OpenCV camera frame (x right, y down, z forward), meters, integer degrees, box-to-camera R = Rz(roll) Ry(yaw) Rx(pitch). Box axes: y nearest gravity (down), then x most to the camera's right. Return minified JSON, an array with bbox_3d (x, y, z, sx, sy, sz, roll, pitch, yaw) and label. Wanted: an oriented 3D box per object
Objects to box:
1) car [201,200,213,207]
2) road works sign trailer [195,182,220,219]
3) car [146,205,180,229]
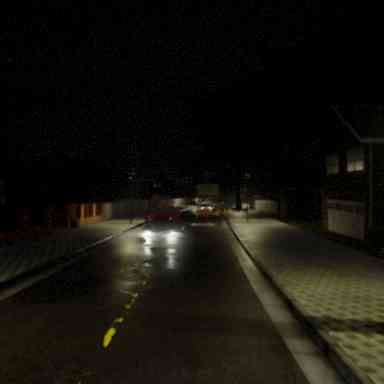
[{"bbox_3d":[2.941,2.209,64.453,1.812,1.442,4.674,0,-1,10],"label":"car"},{"bbox_3d":[1.575,0.809,33.232,2.380,3.560,2.880,0,-1,6],"label":"road works sign trailer"},{"bbox_3d":[-1.973,1.709,23.920,1.882,1.535,5.008,0,-1,4],"label":"car"}]
